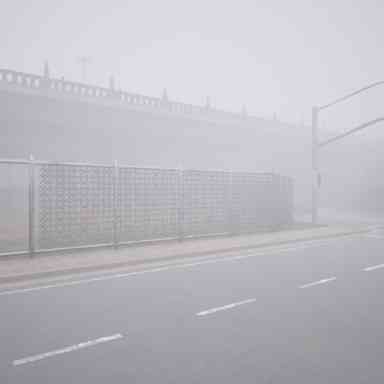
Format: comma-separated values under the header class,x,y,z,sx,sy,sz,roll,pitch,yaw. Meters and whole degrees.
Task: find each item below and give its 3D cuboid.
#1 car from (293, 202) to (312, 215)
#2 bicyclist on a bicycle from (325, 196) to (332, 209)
class,x,y,z,sx,sy,sz,roll,pitch,yaw
car,10.442,1.656,34.611,1.895,1.301,4.718,0,0,-36
bicyclist on a bicycle,17.735,1.356,43.290,1.656,1.620,0.582,0,0,-36
